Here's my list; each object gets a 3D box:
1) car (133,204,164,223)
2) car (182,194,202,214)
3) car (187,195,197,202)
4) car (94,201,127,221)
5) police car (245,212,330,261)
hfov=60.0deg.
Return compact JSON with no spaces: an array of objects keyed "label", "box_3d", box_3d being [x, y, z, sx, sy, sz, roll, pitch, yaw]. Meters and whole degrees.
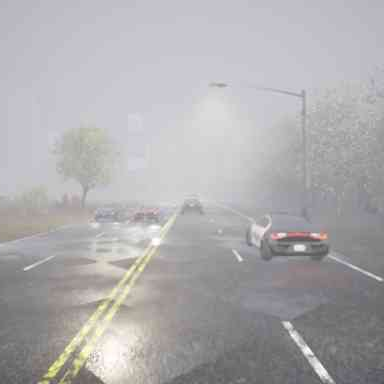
[{"label":"car","box_3d":[-3.337,1.622,25.974,1.895,1.301,4.718,0,0,0]},{"label":"car","box_3d":[-0.009,1.374,35.186,2.097,1.767,4.553,0,0,0]},{"label":"car","box_3d":[-0.018,1.514,73.766,2.033,1.411,5.357,0,0,0]},{"label":"car","box_3d":[-6.581,1.526,27.232,1.837,1.490,4.892,0,0,0]},{"label":"police car","box_3d":[3.249,1.518,12.445,2.038,1.542,4.974,0,0,0]}]
